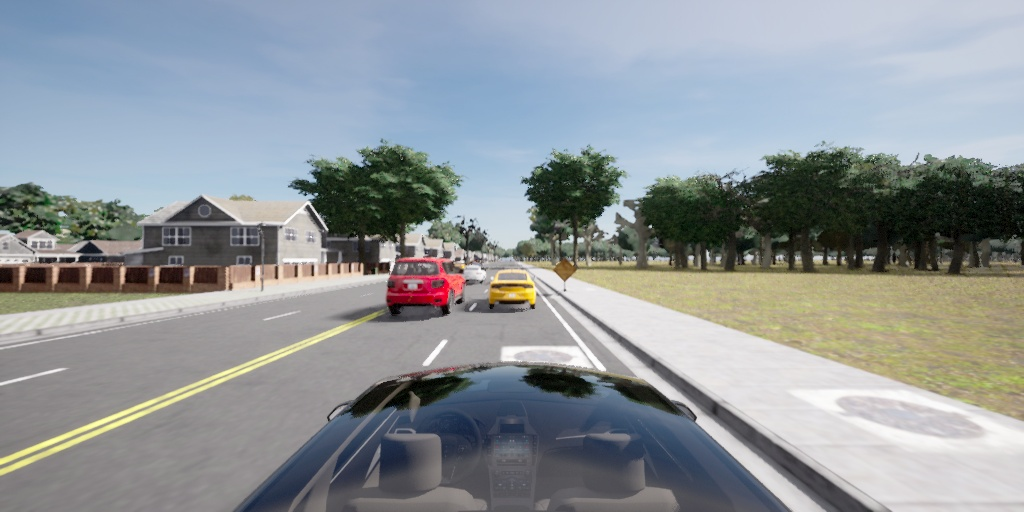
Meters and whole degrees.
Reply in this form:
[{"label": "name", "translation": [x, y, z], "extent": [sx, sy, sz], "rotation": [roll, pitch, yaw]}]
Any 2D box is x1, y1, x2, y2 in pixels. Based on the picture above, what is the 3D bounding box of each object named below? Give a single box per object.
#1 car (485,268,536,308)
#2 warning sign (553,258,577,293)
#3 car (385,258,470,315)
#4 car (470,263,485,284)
[{"label": "car", "translation": [0.022, 1.366, 16.101], "extent": [1.882, 1.535, 5.008], "rotation": [0, 0, 0]}, {"label": "warning sign", "translation": [2.850, 1.036, 19.360], "extent": [1.300, 1.860, 1.060], "rotation": [0, 0, 0]}, {"label": "car", "translation": [-3.243, 1.098, 14.429], "extent": [2.150, 2.045, 5.566], "rotation": [0, 0, 0]}, {"label": "car", "translation": [-3.230, 1.556, 30.759], "extent": [1.812, 1.442, 4.674], "rotation": [0, 0, 0]}]
